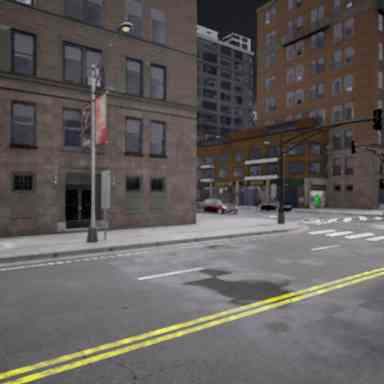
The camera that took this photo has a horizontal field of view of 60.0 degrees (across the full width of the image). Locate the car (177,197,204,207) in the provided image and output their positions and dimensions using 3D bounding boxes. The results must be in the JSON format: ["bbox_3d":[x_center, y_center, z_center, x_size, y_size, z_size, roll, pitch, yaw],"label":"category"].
[{"bbox_3d":[-0.308,1.532,50.807,1.947,1.339,4.313,0,0,-35],"label":"car"}]

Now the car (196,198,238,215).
[{"bbox_3d":[2.657,1.389,32.670,1.967,1.590,4.097,0,0,-35],"label":"car"}]

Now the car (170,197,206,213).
[{"bbox_3d":[-0.517,1.388,37.175,1.967,1.590,4.097,0,0,-35],"label":"car"}]

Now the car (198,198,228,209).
[{"bbox_3d":[2.867,1.547,46.303,1.802,1.307,4.206,0,0,-35],"label":"car"}]

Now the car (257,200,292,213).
[{"bbox_3d":[9.217,1.533,37.293,1.947,1.339,4.313,0,0,-35],"label":"car"}]
